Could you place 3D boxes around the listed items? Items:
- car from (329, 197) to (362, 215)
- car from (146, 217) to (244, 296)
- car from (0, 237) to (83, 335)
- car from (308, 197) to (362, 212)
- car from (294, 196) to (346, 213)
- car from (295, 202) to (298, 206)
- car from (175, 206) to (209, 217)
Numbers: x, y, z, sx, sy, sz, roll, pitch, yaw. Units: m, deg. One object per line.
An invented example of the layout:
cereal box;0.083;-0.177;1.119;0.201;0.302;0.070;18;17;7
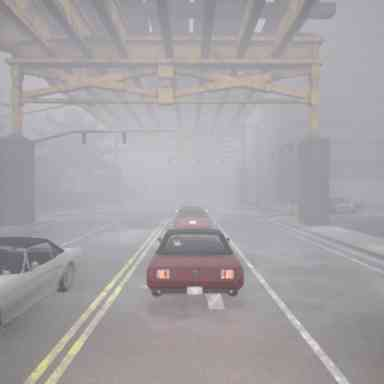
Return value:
car;13.087;1.277;30.605;4.974;1.542;2.038;0;0;-20
car;0.049;1.559;8.483;1.895;1.301;4.718;0;0;0
car;-3.624;1.572;5.991;1.895;1.301;4.718;0;0;0
car;13.135;1.119;30.623;4.536;1.218;1.853;0;0;-20
car;13.388;1.252;34.766;4.974;1.542;2.038;0;0;25
car;13.436;1.094;34.744;4.536;1.218;1.853;0;0;25
car;-0.005;1.459;18.443;1.994;1.385;4.181;0;0;-1
